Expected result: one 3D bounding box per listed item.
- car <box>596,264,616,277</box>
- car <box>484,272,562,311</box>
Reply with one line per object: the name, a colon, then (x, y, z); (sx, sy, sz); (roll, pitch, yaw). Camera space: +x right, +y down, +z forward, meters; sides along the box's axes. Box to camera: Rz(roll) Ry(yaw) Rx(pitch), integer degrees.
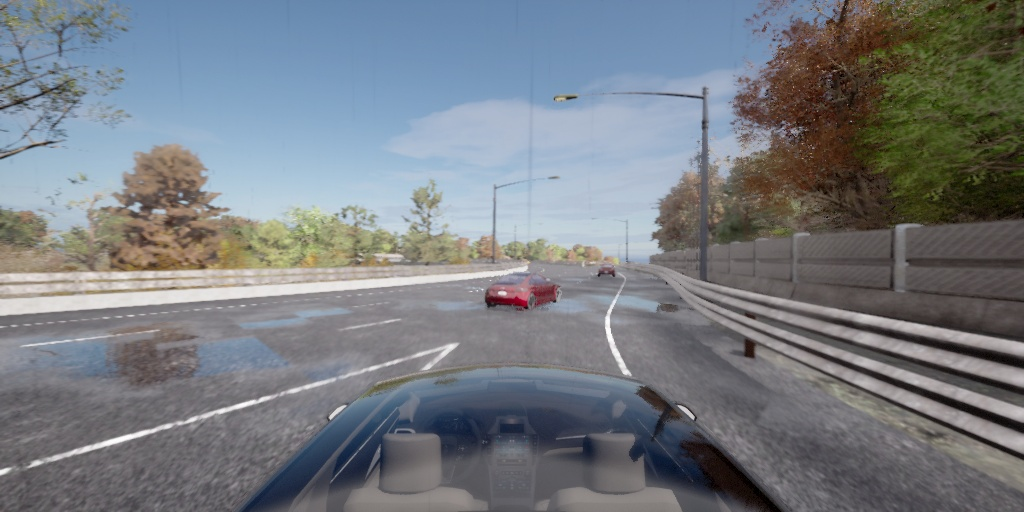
car: (10.979, 1.612, 41.788); (1.812, 1.442, 4.674); (1, 0, 14)
car: (0.583, 1.382, 15.133); (1.994, 1.385, 4.181); (1, 0, 28)
